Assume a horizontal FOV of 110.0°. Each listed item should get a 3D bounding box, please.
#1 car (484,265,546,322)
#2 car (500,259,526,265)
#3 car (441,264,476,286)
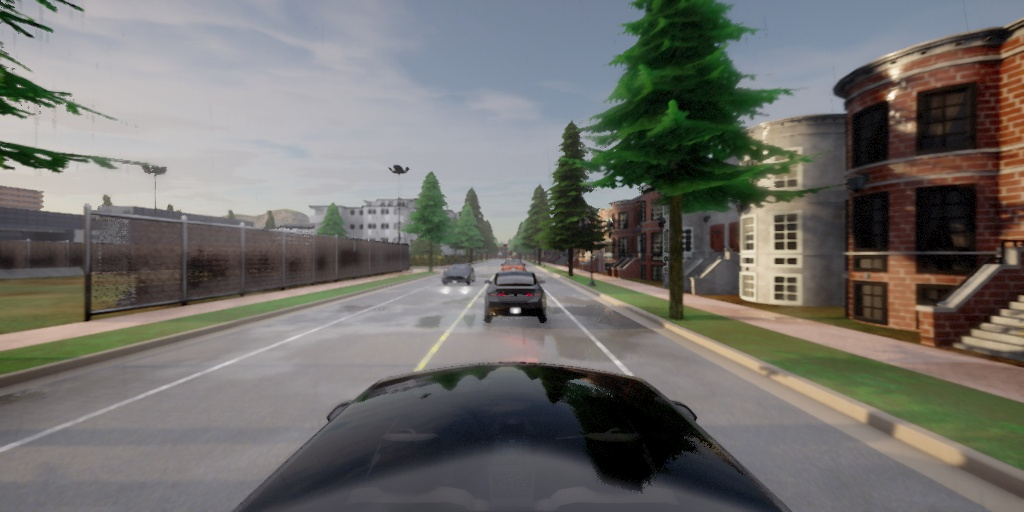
[{"bbox_3d":[0.102,1.232,12.233,1.837,1.490,4.892,0,0,0],"label":"car"},{"bbox_3d":[0.112,1.038,30.025,2.097,1.767,4.553,0,0,0],"label":"car"},{"bbox_3d":[-3.582,1.244,25.133,2.033,1.411,5.357,0,0,0],"label":"car"}]
